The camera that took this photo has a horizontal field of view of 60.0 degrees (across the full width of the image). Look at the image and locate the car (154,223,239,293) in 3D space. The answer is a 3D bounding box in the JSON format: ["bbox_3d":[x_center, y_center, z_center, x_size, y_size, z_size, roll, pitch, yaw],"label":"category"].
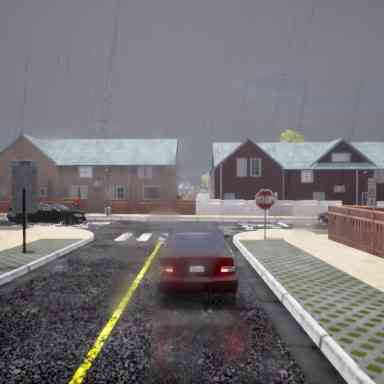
[{"bbox_3d":[0.094,1.547,8.970,2.033,1.411,5.357,0,0,0],"label":"car"}]

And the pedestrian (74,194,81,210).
[{"bbox_3d":[-9.378,1.053,27.144,0.375,1.860,0.375,0,0,1],"label":"pedestrian"}]

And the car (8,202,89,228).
[{"bbox_3d":[-9.115,1.414,21.277,4.902,1.511,2.128,1,0,1],"label":"car"}]

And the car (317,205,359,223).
[{"bbox_3d":[11.862,1.674,23.750,5.357,1.411,2.033,1,0,1],"label":"car"}]
